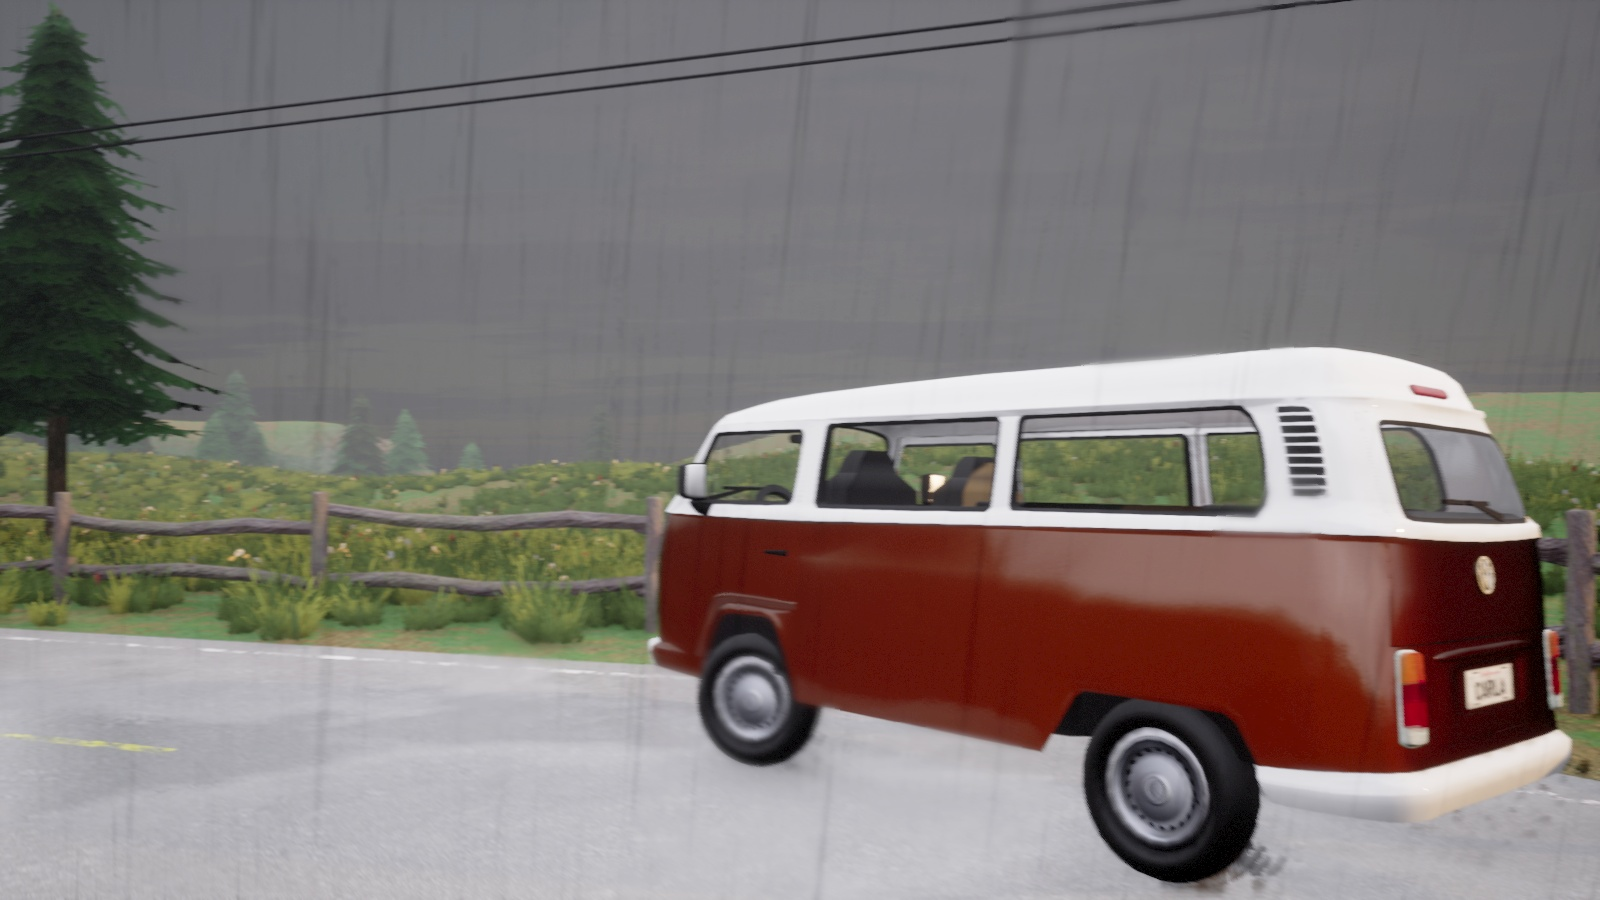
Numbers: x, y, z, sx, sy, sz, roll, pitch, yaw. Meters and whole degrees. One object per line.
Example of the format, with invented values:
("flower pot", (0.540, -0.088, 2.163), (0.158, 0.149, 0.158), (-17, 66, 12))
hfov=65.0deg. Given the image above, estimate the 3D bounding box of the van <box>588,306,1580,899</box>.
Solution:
("van", (1.057, 0.638, 6.343), (2.069, 2.038, 4.480), (3, -3, -42))
